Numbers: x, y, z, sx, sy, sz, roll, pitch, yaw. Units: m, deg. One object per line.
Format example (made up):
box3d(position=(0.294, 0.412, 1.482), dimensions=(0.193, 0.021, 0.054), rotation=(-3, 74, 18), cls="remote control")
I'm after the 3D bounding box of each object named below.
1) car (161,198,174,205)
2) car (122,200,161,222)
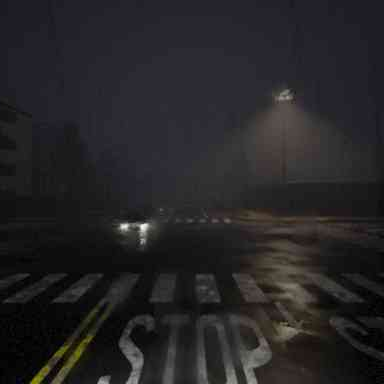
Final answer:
box3d(position=(-4.029, 1.680, 53.933), dimensions=(1.837, 1.490, 4.892), rotation=(0, 0, 0), cls="car")
box3d(position=(-4.405, 1.701, 28.861), dimensions=(1.882, 1.535, 5.008), rotation=(0, 1, 8), cls="car")
